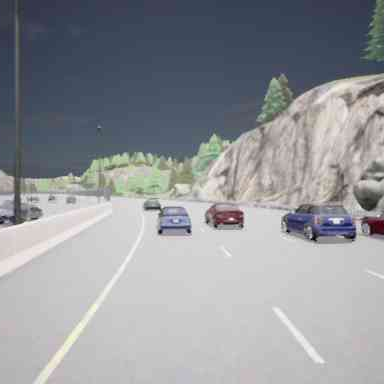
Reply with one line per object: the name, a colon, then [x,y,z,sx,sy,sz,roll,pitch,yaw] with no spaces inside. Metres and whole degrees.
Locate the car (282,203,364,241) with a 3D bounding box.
car: [6.169,1.340,16.724,2.097,1.767,4.553,0,0,-5]

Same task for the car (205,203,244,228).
car: [2.064,1.475,22.276,1.882,1.535,5.008,0,0,-7]

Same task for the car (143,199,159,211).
car: [-5.100,1.579,42.055,1.994,1.385,4.181,0,0,-13]

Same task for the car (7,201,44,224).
car: [-12.538,1.578,24.548,2.033,1.411,5.357,0,0,-8]

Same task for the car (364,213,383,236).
car: [9.828,1.457,15.217,1.882,1.535,5.008,0,0,-5]

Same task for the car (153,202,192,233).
car: [-1.122,1.552,19.690,2.033,1.411,5.357,0,0,-7]
